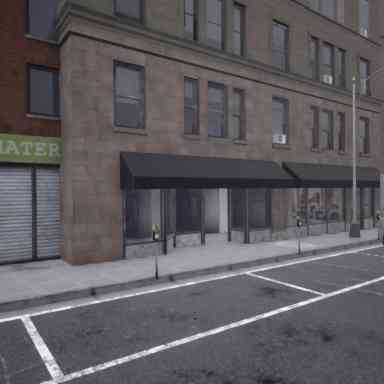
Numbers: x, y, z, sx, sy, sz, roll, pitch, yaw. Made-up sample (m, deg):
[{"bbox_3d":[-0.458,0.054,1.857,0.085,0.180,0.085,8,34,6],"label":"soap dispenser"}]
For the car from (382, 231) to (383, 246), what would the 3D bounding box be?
[{"bbox_3d":[9.266,1.540,13.185,4.507,1.381,1.887,0,-1,-36],"label":"car"}]
